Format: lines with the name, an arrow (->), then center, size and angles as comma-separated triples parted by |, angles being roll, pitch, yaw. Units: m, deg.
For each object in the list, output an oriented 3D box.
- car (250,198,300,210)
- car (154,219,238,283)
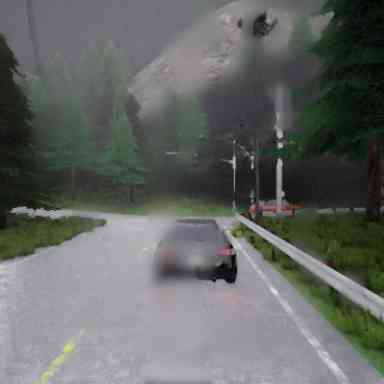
car -> 6.936, 1.334, 26.747 | 4.553, 1.767, 2.097 | 0, -2, -24
car -> 0.106, 1.441, 9.281 | 1.994, 1.385, 4.181 | 0, 1, 1
